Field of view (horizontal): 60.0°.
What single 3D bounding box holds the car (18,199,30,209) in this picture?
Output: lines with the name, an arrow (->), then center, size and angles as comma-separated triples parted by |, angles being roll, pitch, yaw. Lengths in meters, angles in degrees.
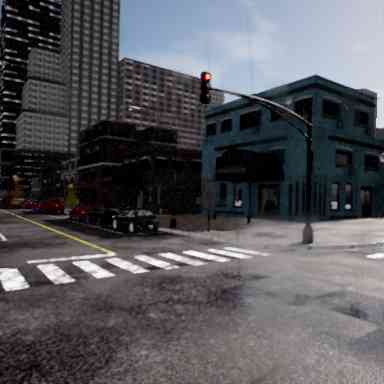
car -> -26.425, 1.869, 53.886 | 1.967, 1.590, 4.097 | 1, -1, -35

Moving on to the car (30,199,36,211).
car -> -20.061, 1.815, 44.791 | 1.967, 1.590, 4.097 | 1, -1, -35

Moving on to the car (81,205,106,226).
car -> -6.749, 1.829, 25.709 | 1.947, 1.339, 4.313 | 1, -1, -35

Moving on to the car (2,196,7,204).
car -> -42.228, 1.884, 76.703 | 2.192, 1.841, 5.009 | 1, -1, -35

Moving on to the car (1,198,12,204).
car -> -45.393, 2.148, 81.262 | 2.008, 1.369, 4.403 | 1, -1, -35

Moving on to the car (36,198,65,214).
car -> -16.871, 1.663, 40.248 | 2.192, 1.841, 5.009 | 1, -1, -35

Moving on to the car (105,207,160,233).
car -> -3.627, 1.787, 21.203 | 2.008, 1.369, 4.403 | 1, -1, -35

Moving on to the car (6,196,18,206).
car -> -36.006, 2.039, 67.713 | 1.752, 1.417, 4.829 | 1, -1, -35

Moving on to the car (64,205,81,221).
car -> -9.870, 1.871, 30.213 | 1.802, 1.307, 4.206 | 1, -1, -35
